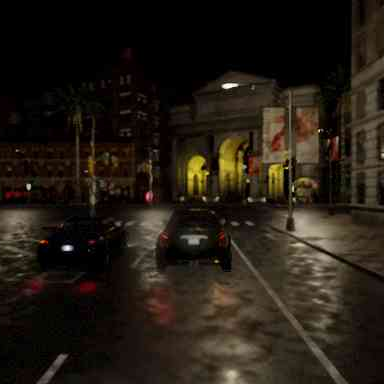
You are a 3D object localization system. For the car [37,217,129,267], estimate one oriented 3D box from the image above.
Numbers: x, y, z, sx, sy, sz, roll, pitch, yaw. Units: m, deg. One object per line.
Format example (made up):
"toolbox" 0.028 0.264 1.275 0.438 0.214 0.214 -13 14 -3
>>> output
"car" -3.433 1.521 11.204 1.994 1.385 4.181 0 0 0

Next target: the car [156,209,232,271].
"car" 0.065 1.312 10.885 2.097 1.767 4.553 0 0 0
